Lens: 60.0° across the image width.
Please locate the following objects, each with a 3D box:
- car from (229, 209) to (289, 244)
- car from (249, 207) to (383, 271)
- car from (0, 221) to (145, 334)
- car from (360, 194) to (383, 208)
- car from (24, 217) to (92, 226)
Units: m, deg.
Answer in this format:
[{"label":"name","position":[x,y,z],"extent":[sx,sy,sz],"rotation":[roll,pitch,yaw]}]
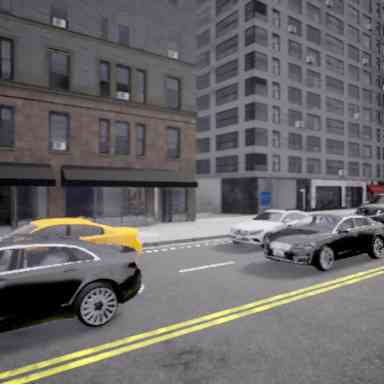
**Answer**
[{"label":"car","position":[3.720,1.472,14.270],"extent":[4.674,1.442,1.812],"rotation":[0,0,-35]},{"label":"car","position":[4.452,1.444,10.818],"extent":[4.902,1.511,2.128],"rotation":[0,0,-35]},{"label":"car","position":[-3.178,1.490,5.401],"extent":[4.902,1.511,2.128],"rotation":[0,0,-35]},{"label":"car","position":[12.194,1.115,20.238],"extent":[5.566,2.045,2.150],"rotation":[0,0,-35]},{"label":"car","position":[-3.812,1.469,8.943],"extent":[5.008,1.535,1.882],"rotation":[0,0,-35]}]
